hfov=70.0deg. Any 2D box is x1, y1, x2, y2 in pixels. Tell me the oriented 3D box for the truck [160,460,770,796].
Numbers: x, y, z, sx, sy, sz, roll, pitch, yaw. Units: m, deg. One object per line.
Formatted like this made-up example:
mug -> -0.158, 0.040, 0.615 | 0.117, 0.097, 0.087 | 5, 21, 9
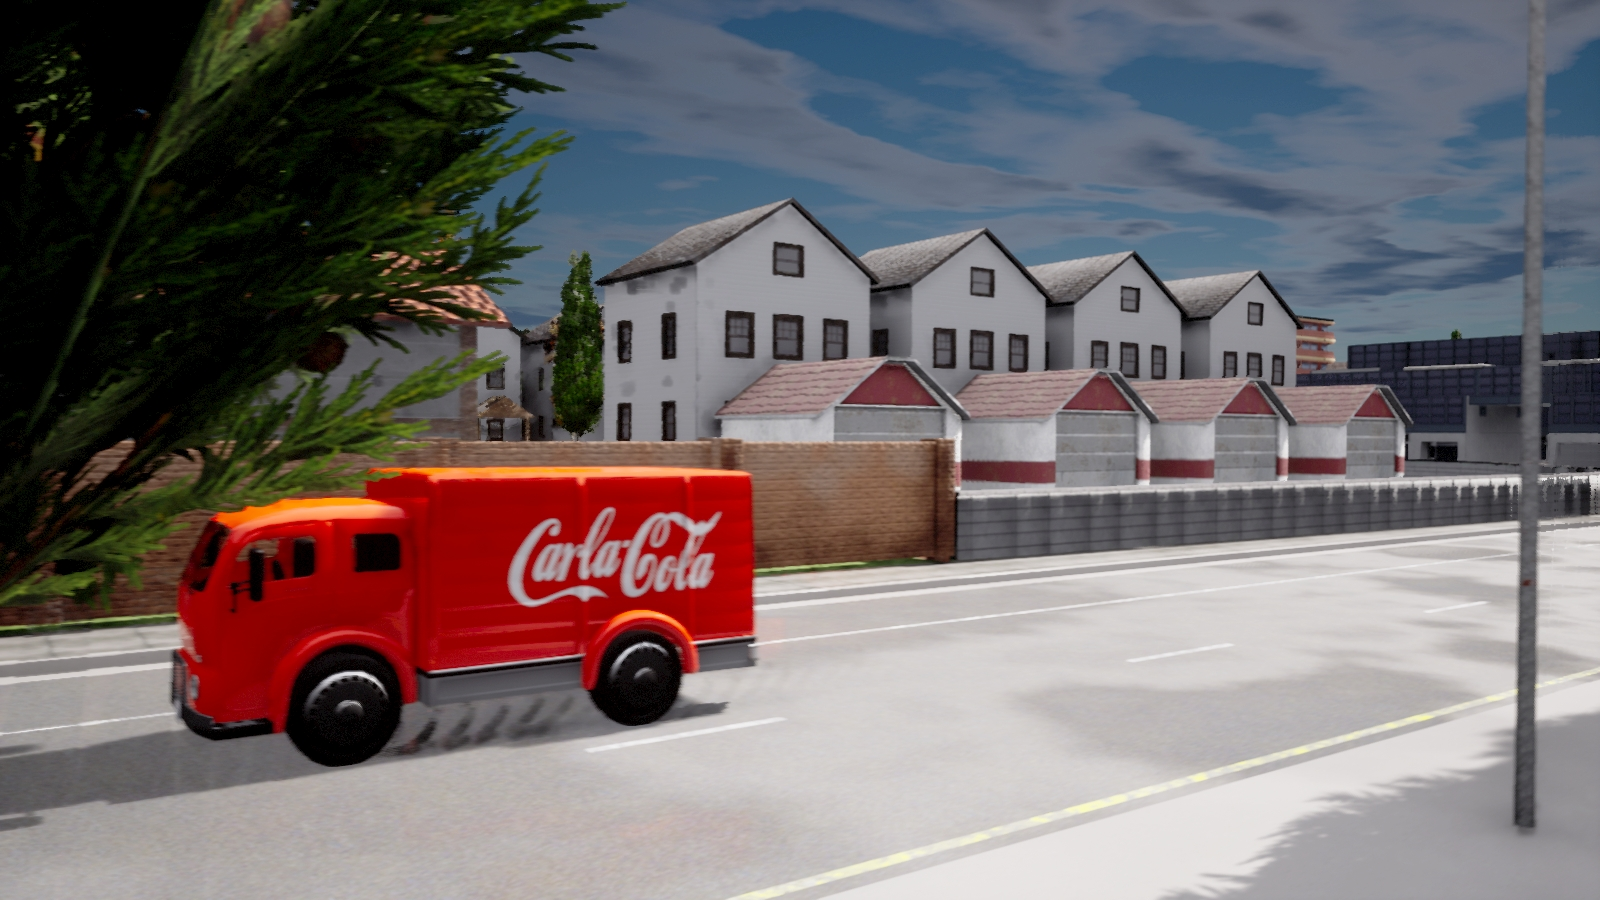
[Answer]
truck -> -3.194, 1.378, 11.269 | 5.204, 2.467, 2.627 | 0, 1, -35
